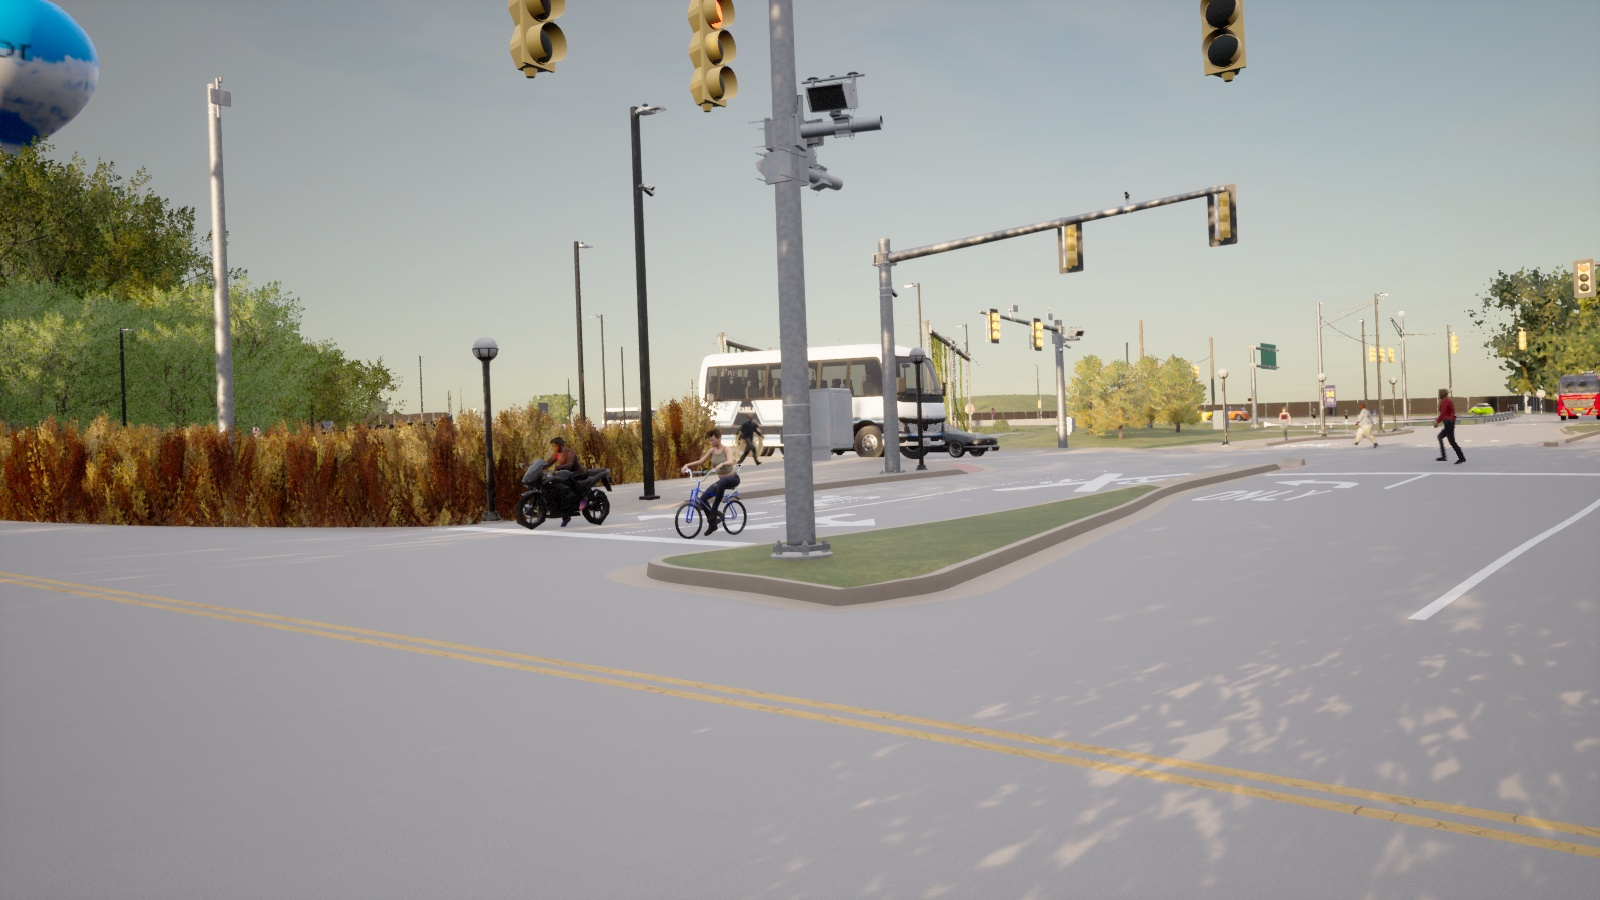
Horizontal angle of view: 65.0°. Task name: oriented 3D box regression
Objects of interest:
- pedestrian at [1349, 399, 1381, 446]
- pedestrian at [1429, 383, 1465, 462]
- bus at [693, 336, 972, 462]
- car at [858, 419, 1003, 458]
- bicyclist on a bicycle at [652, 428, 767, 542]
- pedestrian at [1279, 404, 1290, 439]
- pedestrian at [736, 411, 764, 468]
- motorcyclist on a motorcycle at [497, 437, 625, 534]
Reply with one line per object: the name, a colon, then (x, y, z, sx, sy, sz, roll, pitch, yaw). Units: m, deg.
pedestrian: (22.624, -1.104, 50.318, 0.900, 1.855, 0.874, -3, 0, 40)
pedestrian: (15.410, -0.649, 29.909, 0.636, 1.846, 0.331, -3, 0, 44)
bus: (1.017, -1.758, 47.452, 10.273, 4.253, 3.944, 0, 1, 40)
car: (5.058, -0.438, 49.106, 5.357, 1.411, 2.033, 0, 1, 37)
bicyclist on a bicycle: (-1.331, 0.496, 18.663, 0.866, 1.612, 1.509, -1, 0, 41)
pedestrian: (25.906, -1.523, 67.157, 0.345, 1.836, 0.594, -3, 0, 38)
pedestrian: (-1.644, -0.349, 41.274, 0.726, 1.842, 0.402, -3, 0, 35)
motorcyclist on a motorcycle: (-3.962, 0.558, 20.981, 0.797, 1.523, 2.044, -1, 0, 39)
